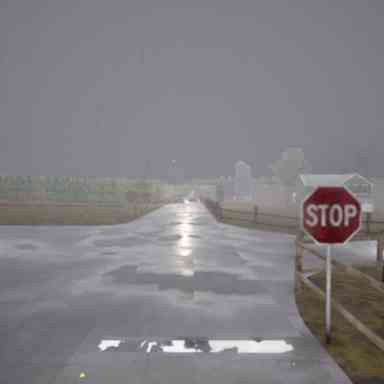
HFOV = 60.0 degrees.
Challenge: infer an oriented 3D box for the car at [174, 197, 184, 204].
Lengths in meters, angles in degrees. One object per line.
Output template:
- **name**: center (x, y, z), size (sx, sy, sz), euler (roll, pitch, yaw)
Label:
- **car**: center (-2.575, 1.626, 65.787), size (2.033, 1.411, 5.357), euler (0, 0, 0)

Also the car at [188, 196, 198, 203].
- **car**: center (0.192, 1.624, 72.003), size (2.033, 1.411, 5.357), euler (0, 0, 0)
